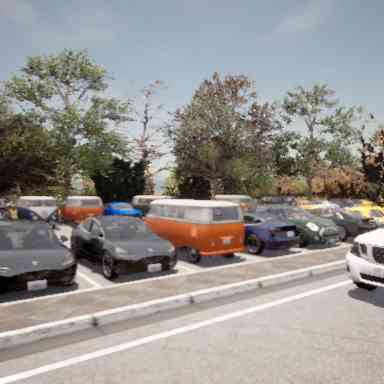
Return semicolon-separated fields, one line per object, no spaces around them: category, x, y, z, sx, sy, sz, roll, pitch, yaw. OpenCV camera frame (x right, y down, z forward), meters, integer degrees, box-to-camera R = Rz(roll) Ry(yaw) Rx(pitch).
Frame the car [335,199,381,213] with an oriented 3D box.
car;21.642;1.784;43.578;2.097;1.535;5.008;1;0;-35

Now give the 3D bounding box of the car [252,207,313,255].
car;2.158;1.540;13.728;2.163;1.488;4.792;0;0;-35

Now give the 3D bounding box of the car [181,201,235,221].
car;1.301;1.571;29.165;2.163;1.488;4.792;1;0;-35

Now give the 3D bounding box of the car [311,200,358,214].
car;17.241;1.760;40.420;2.163;1.488;4.792;1;0;-35

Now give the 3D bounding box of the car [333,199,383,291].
car;6.034;1.249;8.007;5.566;2.045;2.150;0;0;-36

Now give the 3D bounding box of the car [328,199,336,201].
car;12.816;1.671;37.084;1.946;1.575;5.366;1;0;-35

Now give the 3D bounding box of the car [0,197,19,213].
car;-12.105;1.246;19.568;2.435;2.045;5.566;0;0;-35

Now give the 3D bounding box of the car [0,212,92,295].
car;-4.597;1.529;8.856;2.163;1.488;4.792;0;0;-35

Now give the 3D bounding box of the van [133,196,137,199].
van;-3.014;1.290;25.930;1.878;1.987;4.442;0;0;-36

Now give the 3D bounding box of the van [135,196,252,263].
van;-0.156;1.281;12.191;1.878;1.987;4.442;0;0;-35

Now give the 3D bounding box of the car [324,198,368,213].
car;19.363;1.631;42.003;2.185;1.767;4.553;1;0;-35

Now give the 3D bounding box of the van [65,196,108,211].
van;-7.673;1.280;22.895;1.878;1.987;4.442;0;0;-35

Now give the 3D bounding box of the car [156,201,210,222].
car;-0.851;1.555;27.636;2.163;1.488;4.792;0;0;-35

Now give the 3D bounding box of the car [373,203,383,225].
car;15.851;1.616;23.196;1.946;1.575;5.366;1;0;-35

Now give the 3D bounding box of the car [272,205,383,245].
car;6.705;1.528;16.916;2.231;1.521;4.892;1;0;-35

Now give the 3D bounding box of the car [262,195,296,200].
car;8.178;1.367;34.052;2.435;2.045;5.566;1;0;-35

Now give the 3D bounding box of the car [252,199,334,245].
car;4.418;1.392;15.337;2.185;1.767;4.553;0;0;-35

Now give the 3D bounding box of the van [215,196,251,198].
van;3.511;1.337;30.843;1.878;1.987;4.442;1;0;-35

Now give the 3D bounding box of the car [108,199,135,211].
car;-5.351;1.509;24.409;2.097;1.535;5.008;0;0;-35

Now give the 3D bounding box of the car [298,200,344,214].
car;14.967;1.742;38.838;2.002;1.452;4.674;1;0;-35

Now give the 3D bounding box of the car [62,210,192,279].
car;-2.334;1.533;10.464;2.163;1.488;4.792;0;0;-35

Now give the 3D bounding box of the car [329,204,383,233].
car;11.227;1.562;19.909;1.946;1.575;5.366;1;0;-35

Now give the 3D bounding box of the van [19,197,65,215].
van;-9.796;1.276;21.100;1.878;1.987;4.442;0;0;-35

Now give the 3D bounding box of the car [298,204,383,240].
car;8.850;1.540;18.675;1.946;1.575;5.366;1;0;-35
